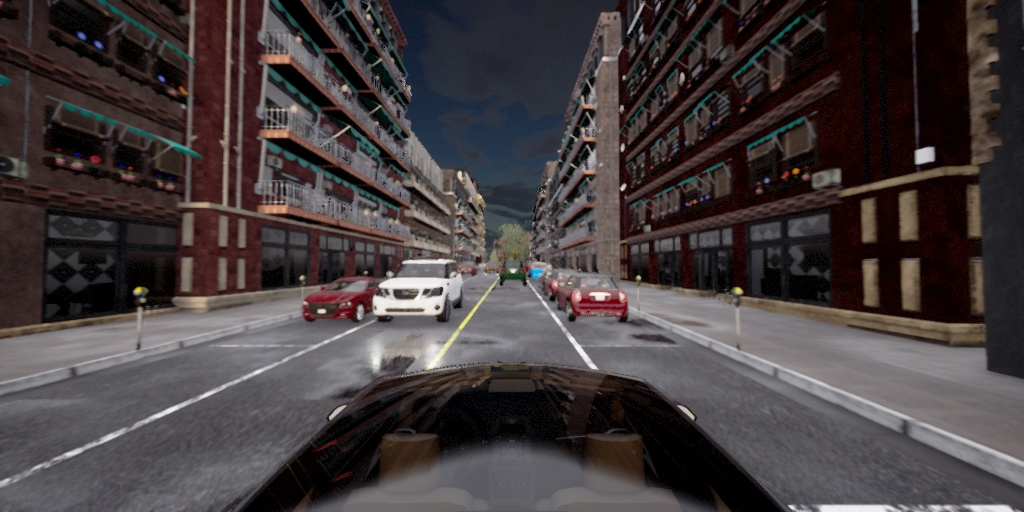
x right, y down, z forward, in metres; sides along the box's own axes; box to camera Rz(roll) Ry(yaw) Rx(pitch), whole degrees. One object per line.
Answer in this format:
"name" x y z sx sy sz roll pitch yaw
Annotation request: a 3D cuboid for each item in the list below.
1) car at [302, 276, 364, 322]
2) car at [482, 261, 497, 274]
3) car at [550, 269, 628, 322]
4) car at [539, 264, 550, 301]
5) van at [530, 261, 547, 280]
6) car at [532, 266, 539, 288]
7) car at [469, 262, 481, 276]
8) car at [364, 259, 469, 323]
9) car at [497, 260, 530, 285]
"car" -5.694 1.437 12.957 1.888 1.381 4.507 0 0 0
"car" -3.042 1.785 55.228 2.097 1.767 4.553 0 -1 1
"car" 2.687 1.331 12.919 1.967 1.591 4.097 0 0 0
"car" 2.685 1.402 18.580 1.967 1.591 4.097 0 0 0
"van" 2.680 1.520 35.563 1.690 1.789 3.998 0 0 0
"car" 2.684 1.585 24.241 2.007 1.370 4.403 0 0 0
"car" -5.705 1.641 46.923 2.192 1.841 5.009 0 0 0
"car" -3.103 1.116 13.124 2.150 2.045 5.566 0 -1 0
"car" 0.088 1.330 30.017 2.150 2.045 5.566 0 -1 0
